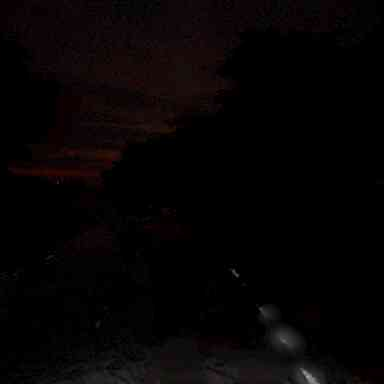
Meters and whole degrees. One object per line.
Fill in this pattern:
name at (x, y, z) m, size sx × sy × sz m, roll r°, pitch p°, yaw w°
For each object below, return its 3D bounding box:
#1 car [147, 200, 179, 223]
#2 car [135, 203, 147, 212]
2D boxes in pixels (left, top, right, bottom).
car at (-2.372, 1.540, 27.359) m, size 2.097 × 1.767 × 4.553 m, roll 0°, pitch -1°, yaw -9°
car at (-7.056, 2.212, 47.792) m, size 1.994 × 1.385 × 4.181 m, roll 0°, pitch -2°, yaw -16°
